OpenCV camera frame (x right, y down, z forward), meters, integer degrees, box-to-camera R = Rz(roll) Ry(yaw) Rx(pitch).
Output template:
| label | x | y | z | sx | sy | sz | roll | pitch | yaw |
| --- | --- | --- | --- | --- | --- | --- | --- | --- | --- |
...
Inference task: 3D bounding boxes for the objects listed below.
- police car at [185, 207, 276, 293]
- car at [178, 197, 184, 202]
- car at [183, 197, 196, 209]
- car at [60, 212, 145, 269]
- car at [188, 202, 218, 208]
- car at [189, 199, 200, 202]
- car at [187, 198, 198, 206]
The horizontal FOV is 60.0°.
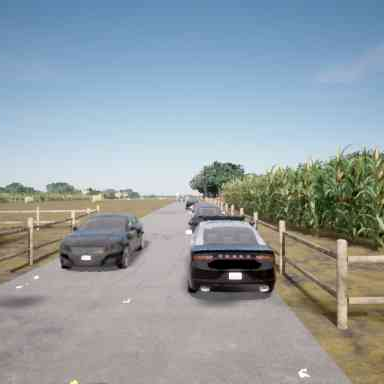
| label | x | y | z | sx | sy | sz | roll | pitch | yaw |
| --- | --- | --- | --- | --- | --- | --- | --- | --- | --- |
| police car | 0.848 | 1.432 | 9.041 | 1.930 | 1.638 | 5.238 | 0 | 0 | 0 |
| car | -2.524 | 1.899 | 84.658 | 1.812 | 1.442 | 4.674 | 0 | 0 | 0 |
| car | 0.131 | 1.601 | 45.582 | 1.882 | 1.535 | 5.008 | 0 | 0 | 0 |
| car | -2.819 | 1.487 | 11.376 | 1.882 | 1.535 | 5.008 | 0 | 0 | 0 |
| car | 0.875 | 1.529 | 18.934 | 1.837 | 1.490 | 4.892 | 0 | 0 | 0 |
| car | 0.891 | 1.517 | 24.934 | 1.882 | 1.535 | 5.008 | 0 | 0 | 0 |
| car | 0.158 | 1.800 | 59.377 | 1.895 | 1.301 | 4.718 | 0 | 0 | 0 |
